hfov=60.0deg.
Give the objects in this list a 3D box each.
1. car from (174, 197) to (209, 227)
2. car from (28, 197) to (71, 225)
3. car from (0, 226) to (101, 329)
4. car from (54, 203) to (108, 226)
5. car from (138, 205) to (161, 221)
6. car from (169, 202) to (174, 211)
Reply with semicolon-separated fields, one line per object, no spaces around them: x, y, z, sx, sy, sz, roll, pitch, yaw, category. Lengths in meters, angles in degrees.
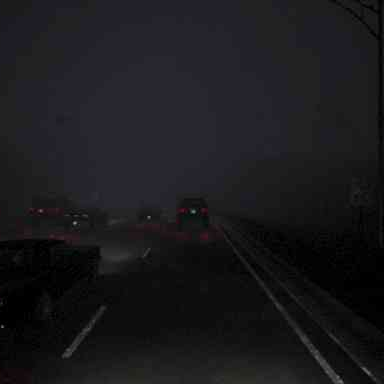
0.019;1.395;24.469;2.150;2.045;5.566;0;0;-1;car
-10.511;1.404;25.650;2.150;2.045;5.566;0;0;-2;car
-3.399;1.651;7.021;1.895;1.301;4.718;0;0;0;car
-6.943;1.647;22.060;2.128;1.511;4.902;0;0;-1;car
-3.728;1.812;29.946;1.895;1.301;4.718;0;0;-3;car
-1.988;1.918;45.039;1.895;1.301;4.718;0;0;-10;car
